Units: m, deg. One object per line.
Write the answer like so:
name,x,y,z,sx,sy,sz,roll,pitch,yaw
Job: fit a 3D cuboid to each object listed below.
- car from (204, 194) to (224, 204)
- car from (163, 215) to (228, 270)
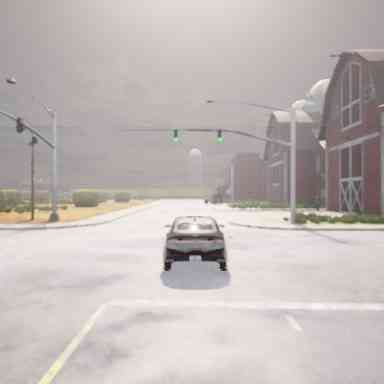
car,4.154,1.297,63.303,1.905,1.878,3.866,-8,3,-42
car,0.093,1.533,11.181,2.128,1.511,4.902,0,0,0
